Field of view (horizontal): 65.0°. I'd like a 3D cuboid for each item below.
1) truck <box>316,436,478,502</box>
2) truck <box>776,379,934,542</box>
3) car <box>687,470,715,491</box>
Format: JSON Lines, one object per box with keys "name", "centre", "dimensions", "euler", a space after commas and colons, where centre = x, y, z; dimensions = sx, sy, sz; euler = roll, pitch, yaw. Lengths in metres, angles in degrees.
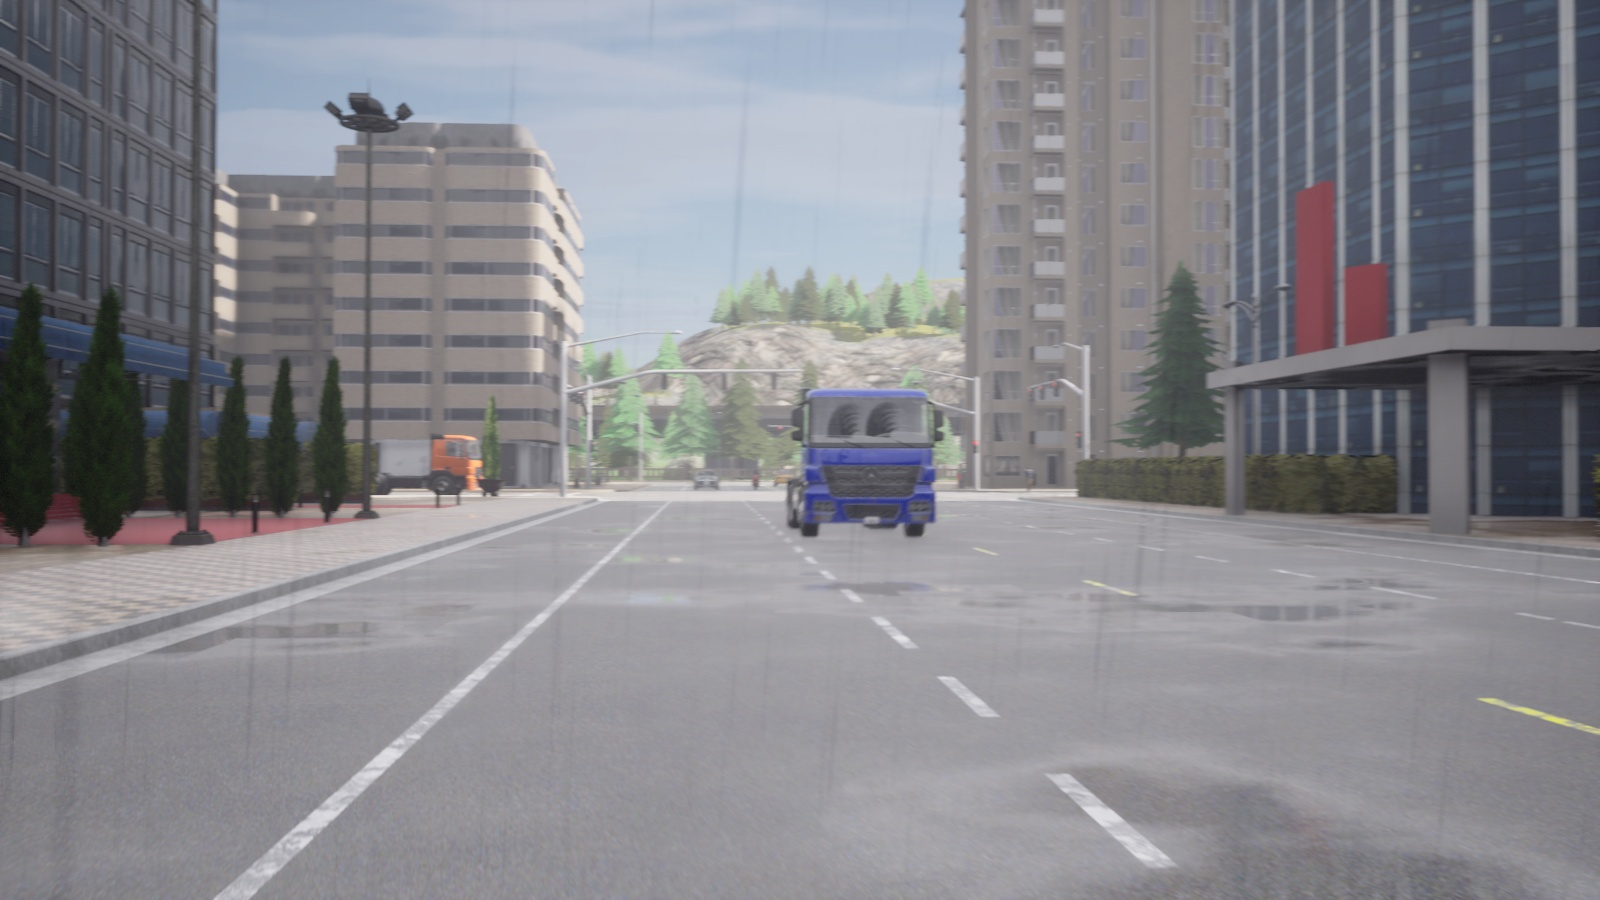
{"name": "truck", "centre": [-21.802, 1.010, 68.312], "dimensions": [7.936, 3.462, 2.891], "euler": [0, -1, -4]}
{"name": "truck", "centre": [1.117, 0.286, 30.786], "dimensions": [2.891, 3.462, 7.936], "euler": [0, -1, -5]}
{"name": "car", "centre": [-7.246, 2.215, 92.089], "dimensions": [1.970, 1.475, 3.806], "euler": [0, -1, -5]}
